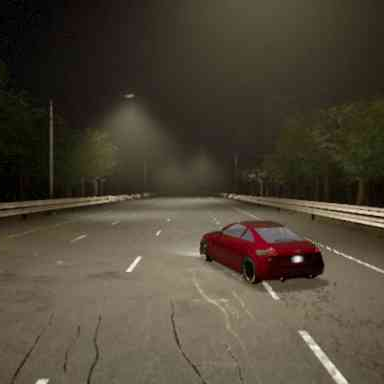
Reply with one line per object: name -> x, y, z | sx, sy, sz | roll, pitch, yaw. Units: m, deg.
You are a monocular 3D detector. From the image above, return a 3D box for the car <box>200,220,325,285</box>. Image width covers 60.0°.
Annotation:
car -> 1.747, 1.503, 9.544 | 1.994, 1.385, 4.181 | 0, 1, -20
